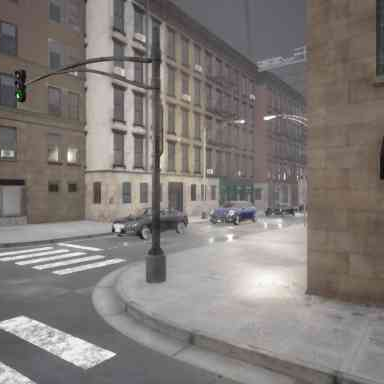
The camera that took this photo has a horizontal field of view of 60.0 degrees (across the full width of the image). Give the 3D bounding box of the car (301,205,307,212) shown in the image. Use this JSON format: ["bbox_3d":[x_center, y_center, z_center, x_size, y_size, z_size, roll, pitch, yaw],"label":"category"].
[{"bbox_3d":[14.868,1.832,41.585,1.895,1.301,4.718,0,0,36],"label":"car"}]

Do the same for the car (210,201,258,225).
[{"bbox_3d":[3.229,1.476,25.327,2.097,1.767,4.553,0,0,36],"label":"car"}]

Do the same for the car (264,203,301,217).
[{"bbox_3d":[8.952,1.777,33.335,1.895,1.301,4.718,0,0,35],"label":"car"}]

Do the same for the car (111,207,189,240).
[{"bbox_3d":[-2.113,1.568,17.809,2.128,1.511,4.902,0,0,35],"label":"car"}]
